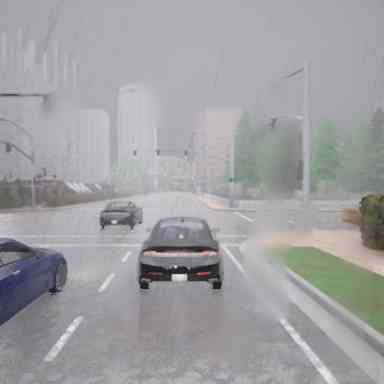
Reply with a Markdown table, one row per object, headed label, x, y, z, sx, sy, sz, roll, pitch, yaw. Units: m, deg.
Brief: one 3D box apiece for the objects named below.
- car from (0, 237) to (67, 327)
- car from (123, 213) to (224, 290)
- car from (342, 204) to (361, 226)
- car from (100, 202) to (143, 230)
| label | x | y | z | sx | sy | sz | roll | pitch | yaw |
| --- | --- | --- | --- | --- | --- | --- | --- | --- | --- |
| car | -3.711 | 1.476 | 5.648 | 1.812 | 1.442 | 4.674 | 0 | 1 | -1 |
| car | -0.249 | 1.413 | 8.825 | 2.128 | 1.511 | 4.902 | 0 | 0 | 0 |
| car | 11.477 | 1.302 | 19.464 | 5.008 | 1.535 | 1.882 | 0 | 0 | 1 |
| car | -4.062 | 1.318 | 19.710 | 2.128 | 1.511 | 4.902 | 0 | 1 | 0 |
